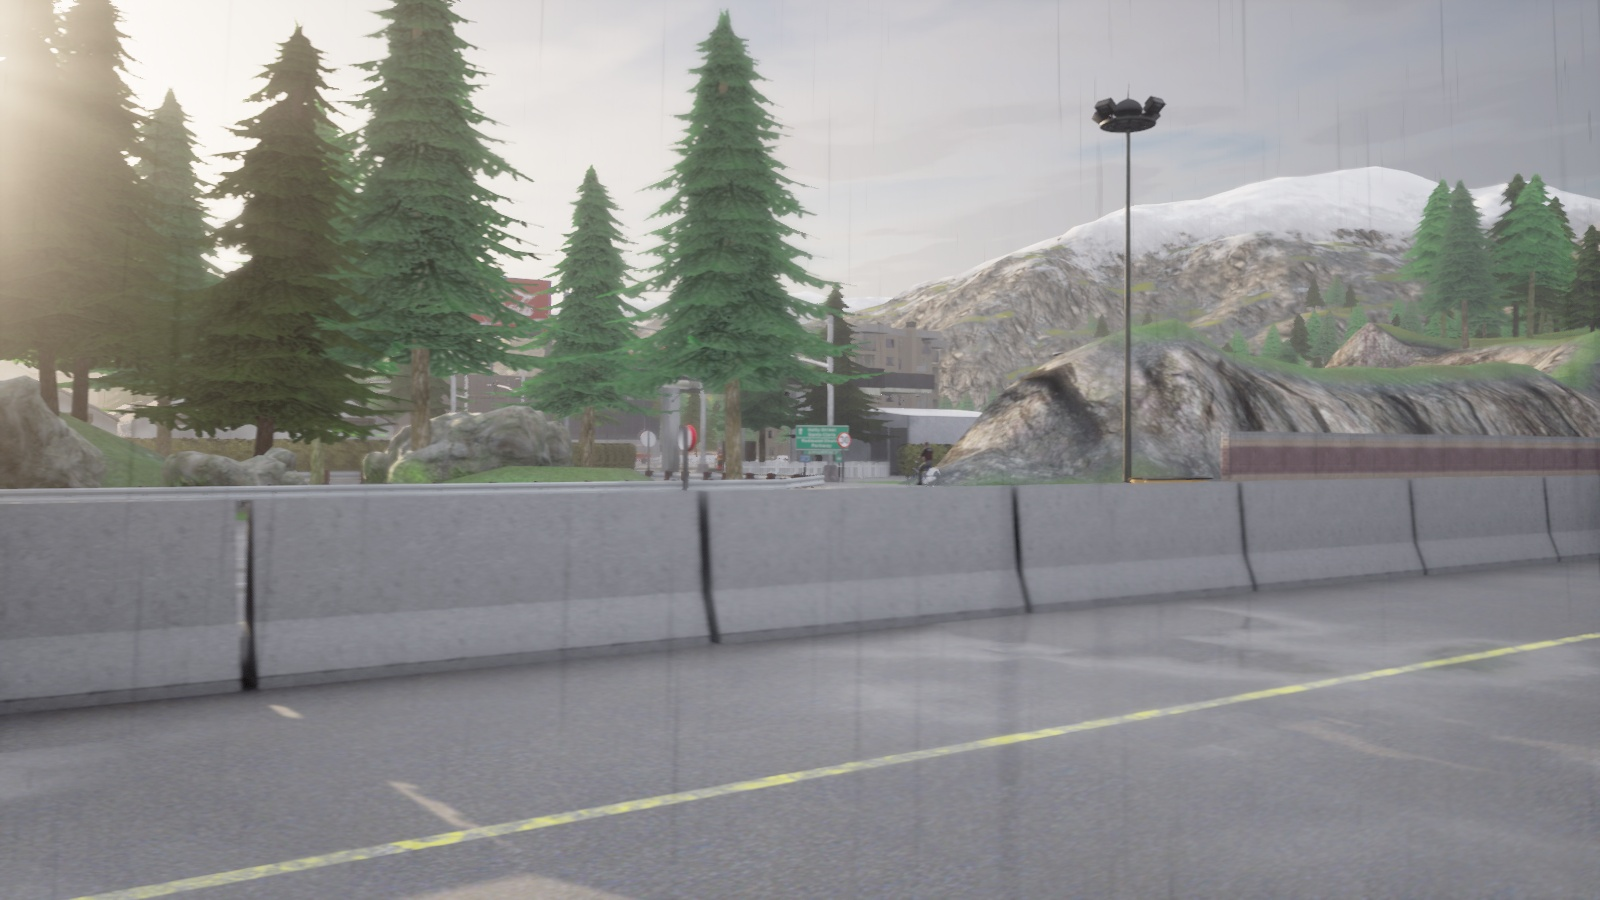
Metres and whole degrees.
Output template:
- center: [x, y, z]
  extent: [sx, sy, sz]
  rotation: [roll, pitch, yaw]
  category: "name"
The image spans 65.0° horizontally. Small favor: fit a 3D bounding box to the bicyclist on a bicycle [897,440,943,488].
- center: [4.537, 0.526, 47.543]
  extent: [0.659, 1.776, 1.843]
  rotation: [0, 0, -37]
  category: "bicyclist on a bicycle"
